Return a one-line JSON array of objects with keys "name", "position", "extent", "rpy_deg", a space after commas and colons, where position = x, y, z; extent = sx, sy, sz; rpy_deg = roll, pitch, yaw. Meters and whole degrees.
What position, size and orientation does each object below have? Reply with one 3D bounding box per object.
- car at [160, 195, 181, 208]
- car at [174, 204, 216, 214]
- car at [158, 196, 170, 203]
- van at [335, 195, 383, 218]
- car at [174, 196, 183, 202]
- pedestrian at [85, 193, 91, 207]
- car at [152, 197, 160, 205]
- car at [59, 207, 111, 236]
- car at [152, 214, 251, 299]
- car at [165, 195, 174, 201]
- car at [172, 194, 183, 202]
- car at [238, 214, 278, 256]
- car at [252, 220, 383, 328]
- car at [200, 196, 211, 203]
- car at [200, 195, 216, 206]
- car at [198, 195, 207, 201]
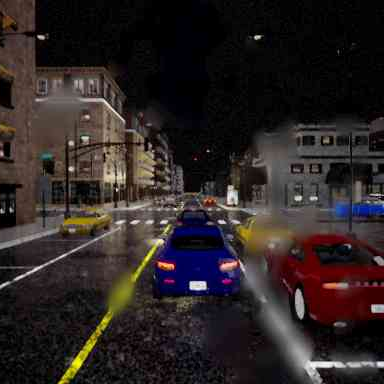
[{"name": "car", "position": [-3.104, 1.528, 48.461], "extent": [2.033, 1.411, 5.357], "rpy_deg": [0, 0, 0]}, {"name": "car", "position": [0.097, 1.552, 16.976], "extent": [1.994, 1.385, 4.181], "rpy_deg": [0, 0, 0]}, {"name": "car", "position": [-5.710, 1.541, 67.942], "extent": [2.008, 1.369, 4.403], "rpy_deg": [0, 0, 0]}, {"name": "van", "position": [14.652, 1.390, 29.162], "extent": [3.998, 1.788, 1.690], "rpy_deg": [0, 0, 0]}, {"name": "car", "position": [-3.017, 1.586, 77.186], "extent": [1.895, 1.301, 4.718], "rpy_deg": [0, 0, 0]}, {"name": "pedestrian", "position": [-12.639, 1.048, 40.275], "extent": [0.375, 1.860, 0.375], "rpy_deg": [0, 0, 0]}, {"name": "car", "position": [-5.708, 1.535, 56.548], "extent": [2.008, 1.369, 4.403], "rpy_deg": [0, 0, 0]}, {"name": "car", "position": [-5.700, 1.513, 18.226], "extent": [1.752, 1.417, 4.829], "rpy_deg": [0, 0, 0]}, {"name": "car", "position": [0.102, 1.519, 8.283], "extent": [1.812, 1.442, 4.674], "rpy_deg": [0, 0, 0]}, {"name": "car", "position": [-5.715, 1.529, 84.862], "extent": [1.752, 1.417, 4.829], "rpy_deg": [0, 0, 0]}, {"name": "car", "position": [-3.072, 1.479, 61.934], "extent": [2.128, 1.511, 4.902], "rpy_deg": [0, 0, 0]}, {"name": "car", "position": [2.683, 1.516, 12.867], "extent": [1.752, 1.417, 4.829], "rpy_deg": [0, 0, 0]}, {"name": "car", "position": [2.684, 1.539, 7.000], "extent": [1.887, 1.381, 4.507], "rpy_deg": [0, 0, 0]}, {"name": "car", "position": [2.670, 1.541, 67.956], "extent": [2.008, 1.369, 4.403], "rpy_deg": [0, 0, 0]}, {"name": "car", "position": [2.673, 1.422, 50.865], "extent": [1.967, 1.590, 4.097], "rpy_deg": [0, 0, 0]}, {"name": "car", "position": [2.666, 1.555, 85.046], "extent": [2.008, 1.369, 4.403], "rpy_deg": [-1, 0, 0]}]
